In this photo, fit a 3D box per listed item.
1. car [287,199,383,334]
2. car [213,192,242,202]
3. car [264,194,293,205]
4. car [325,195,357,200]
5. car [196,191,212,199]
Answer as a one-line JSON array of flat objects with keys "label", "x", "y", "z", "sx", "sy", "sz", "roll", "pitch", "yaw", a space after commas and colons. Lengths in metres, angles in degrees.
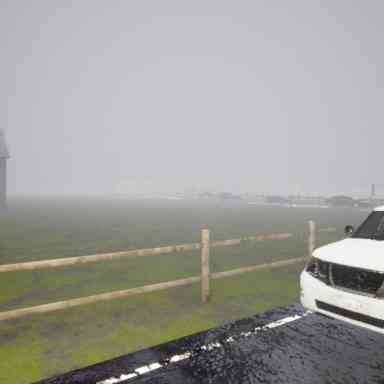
[{"label": "car", "x": 4.461, "y": 1.222, "z": 6.260, "sx": 5.566, "sy": 2.045, "sz": 2.150, "roll": 0, "pitch": 0, "yaw": -36}, {"label": "car", "x": 6.097, "y": 0.751, "z": 54.376, "sx": 1.882, "sy": 1.535, "sz": 5.008, "roll": 0, "pitch": 1, "yaw": -35}, {"label": "car", "x": 11.996, "y": 1.020, "z": 46.127, "sx": 1.994, "sy": 1.385, "sz": 4.181, "roll": 0, "pitch": 1, "yaw": -34}, {"label": "car", "x": 17.717, "y": 1.112, "z": 38.098, "sx": 1.882, "sy": 1.535, "sz": 5.008, "roll": 0, "pitch": 1, "yaw": -36}, {"label": "car", "x": 2.653, "y": 0.597, "z": 65.423, "sx": 1.837, "sy": 1.490, "sz": 4.892, "roll": 0, "pitch": 1, "yaw": -35}]
